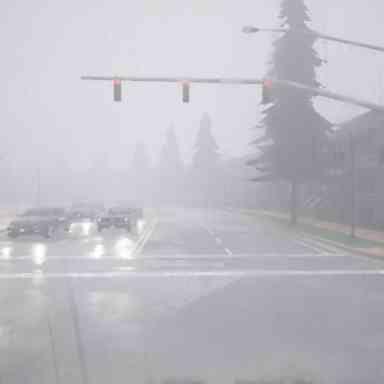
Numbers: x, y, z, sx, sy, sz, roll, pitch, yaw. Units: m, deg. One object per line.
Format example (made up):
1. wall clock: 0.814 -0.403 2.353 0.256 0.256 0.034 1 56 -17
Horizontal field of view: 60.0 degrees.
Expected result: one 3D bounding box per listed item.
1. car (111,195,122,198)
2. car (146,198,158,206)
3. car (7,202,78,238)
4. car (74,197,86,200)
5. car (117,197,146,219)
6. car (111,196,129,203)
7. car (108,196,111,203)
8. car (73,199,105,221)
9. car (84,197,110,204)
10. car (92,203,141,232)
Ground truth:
1. car: -10.085 1.419 51.158 1.882 1.535 5.008 0 0 -37
2. car: -7.517 1.541 53.569 1.895 1.301 4.718 0 0 -37
3. car: -7.787 1.482 17.443 1.837 1.490 4.892 0 0 -3
4. car: -14.973 1.435 45.574 2.128 1.511 4.902 0 0 -33
5. car: -5.262 1.444 29.282 1.882 1.535 5.008 0 0 -9
6. car: -7.834 1.502 39.348 2.033 1.411 5.357 0 0 -22
7. car: -16.970 1.530 58.732 4.718 1.301 1.895 0 0 40
8. car: -8.436 1.532 26.258 1.994 1.385 4.181 0 0 -5
9. car: -10.420 1.557 36.221 1.895 1.301 4.718 0 0 -20
10. car: -4.412 1.578 20.137 1.895 1.301 4.718 0 0 -3
